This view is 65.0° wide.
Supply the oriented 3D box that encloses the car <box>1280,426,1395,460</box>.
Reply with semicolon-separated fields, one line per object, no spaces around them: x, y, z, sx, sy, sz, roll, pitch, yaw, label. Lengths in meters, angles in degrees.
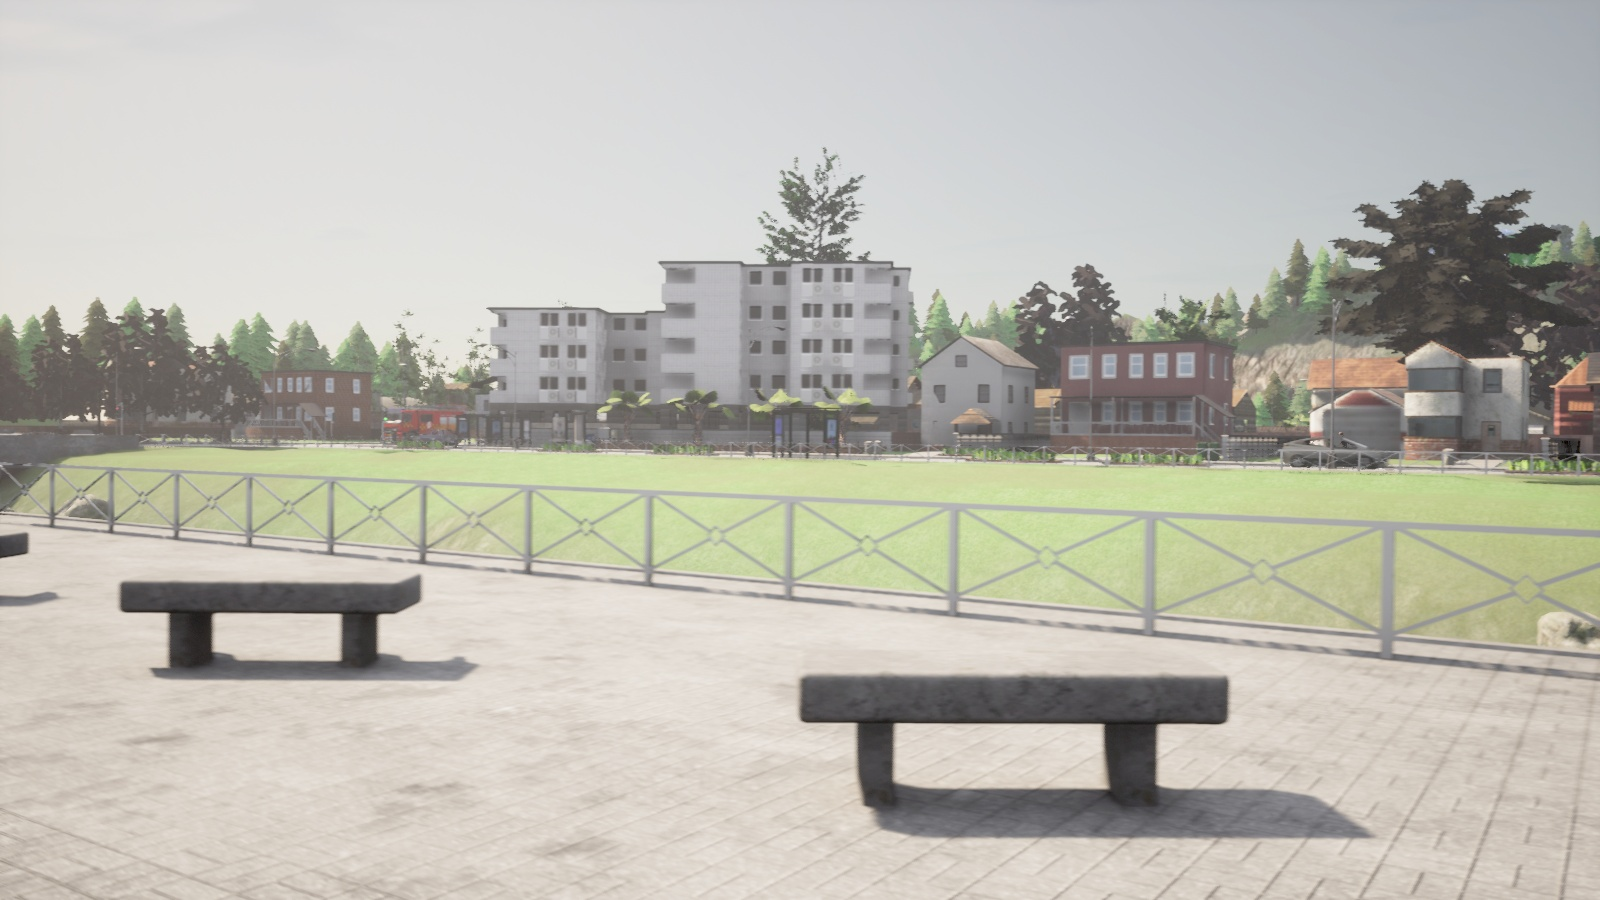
24.481;-0.324;57.218;4.514;1.525;2.007;0;1;34;car
